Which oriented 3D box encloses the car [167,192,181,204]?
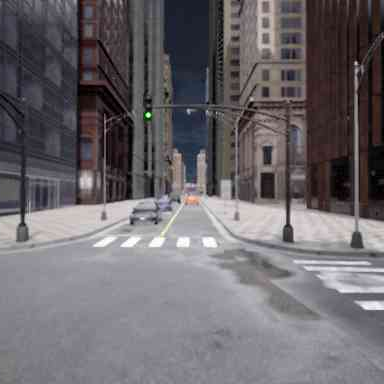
[{"bbox_3d":[-3.024,0.973,56.582,2.150,2.045,5.566,0,0,0],"label":"car"}]

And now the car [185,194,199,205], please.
[{"bbox_3d":[-0.005,1.121,52.956,2.097,1.767,4.553,0,0,0],"label":"car"}]

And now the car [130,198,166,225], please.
[{"bbox_3d":[-3.096,1.407,23.181,1.812,1.442,4.674,0,0,0],"label":"car"}]

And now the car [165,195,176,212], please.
[{"bbox_3d":[-3.090,1.348,36.396,1.812,1.442,4.674,0,1,0],"label":"car"}]

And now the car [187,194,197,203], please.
[{"bbox_3d":[-0.009,1.212,63.023,1.882,1.535,5.008,0,0,0],"label":"car"}]
